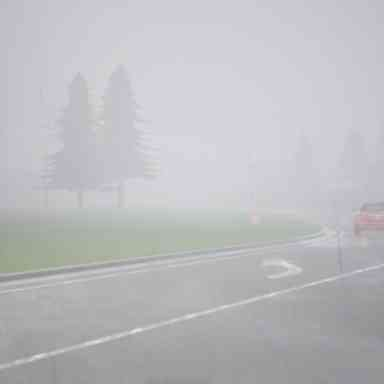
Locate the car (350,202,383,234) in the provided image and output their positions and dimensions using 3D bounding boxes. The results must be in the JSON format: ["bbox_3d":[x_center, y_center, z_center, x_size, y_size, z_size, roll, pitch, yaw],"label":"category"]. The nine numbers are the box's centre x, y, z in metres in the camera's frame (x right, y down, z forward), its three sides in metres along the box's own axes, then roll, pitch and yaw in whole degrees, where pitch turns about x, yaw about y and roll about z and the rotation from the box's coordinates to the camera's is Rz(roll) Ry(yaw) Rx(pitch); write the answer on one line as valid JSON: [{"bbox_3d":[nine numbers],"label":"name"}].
[{"bbox_3d":[10.198,1.334,18.727,2.097,1.767,4.553,0,0,23],"label":"car"}]
